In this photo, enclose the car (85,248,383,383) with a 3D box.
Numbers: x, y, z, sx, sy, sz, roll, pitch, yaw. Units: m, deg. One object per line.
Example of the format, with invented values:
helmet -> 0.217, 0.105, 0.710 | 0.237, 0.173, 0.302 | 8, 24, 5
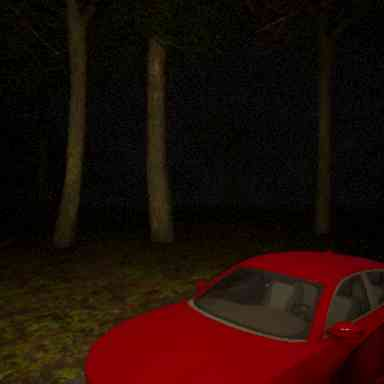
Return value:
car -> 1.248, 1.528, 3.986 | 5.008, 1.535, 1.882 | 0, -1, -39
